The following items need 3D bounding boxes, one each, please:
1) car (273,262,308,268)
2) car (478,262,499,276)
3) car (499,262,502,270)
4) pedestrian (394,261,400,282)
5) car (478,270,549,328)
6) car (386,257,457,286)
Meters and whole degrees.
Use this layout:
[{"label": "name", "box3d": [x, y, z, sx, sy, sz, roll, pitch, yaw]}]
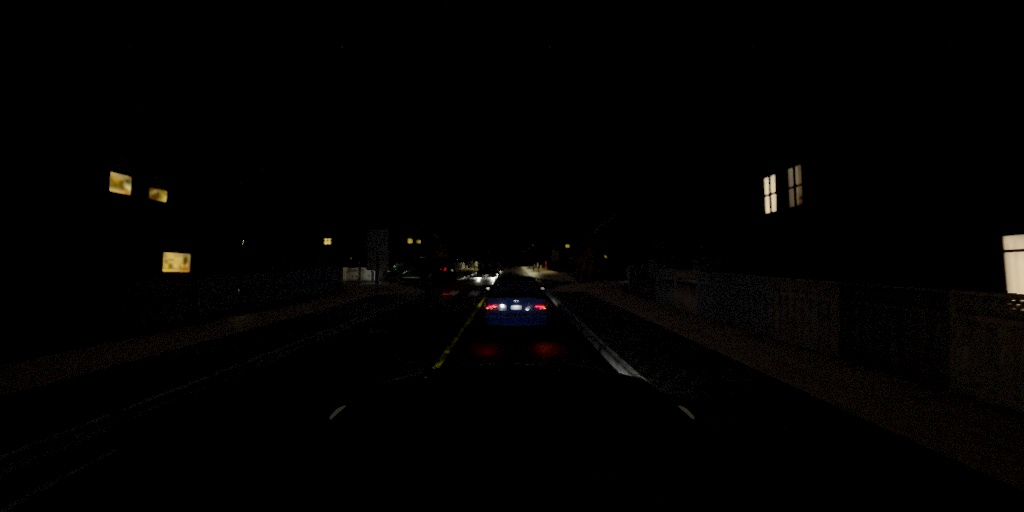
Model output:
[{"label": "car", "box3d": [-14.479, 1.177, 24.806, 4.553, 1.767, 2.097, 0, -3, 2]}, {"label": "car", "box3d": [-2.819, 1.506, 41.105, 1.882, 1.535, 5.008, 0, 0, 0]}, {"label": "car", "box3d": [-2.803, 1.626, 51.452, 1.837, 1.490, 4.892, 0, 0, 0]}, {"label": "pedestrian", "box3d": [-9.798, 1.294, 30.481, 0.375, 1.860, 0.375, 0, -3, -1]}, {"label": "car", "box3d": [0.106, 1.354, 11.521, 2.033, 1.411, 5.357, 0, 0, 0]}, {"label": "car", "box3d": [-6.886, 1.190, 27.271, 5.566, 2.045, 2.150, -1, -5, 23]}]
